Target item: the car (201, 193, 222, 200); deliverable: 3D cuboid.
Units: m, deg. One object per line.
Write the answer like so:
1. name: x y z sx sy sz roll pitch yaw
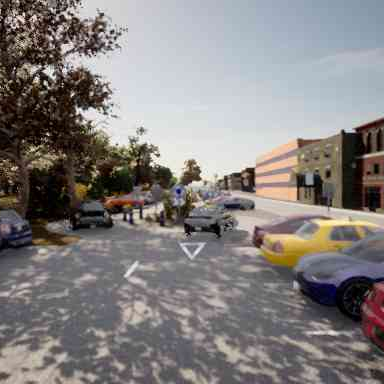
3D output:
1. car: 4.458 1.007 75.098 4.674 1.452 2.002 0 1 0

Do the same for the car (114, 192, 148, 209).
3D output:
1. car: -8.181 1.137 41.169 4.553 1.767 2.185 0 0 0

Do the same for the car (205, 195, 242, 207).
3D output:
1. car: 4.388 1.251 46.822 5.008 1.535 2.097 0 0 0

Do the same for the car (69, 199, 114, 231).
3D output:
1. car: -6.423 1.302 20.645 2.097 1.767 4.553 0 1 -23

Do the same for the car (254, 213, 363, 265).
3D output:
1. car: 4.726 1.475 9.542 5.366 1.575 1.946 0 0 0

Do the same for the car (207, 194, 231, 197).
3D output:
1. car: 4.357 1.309 38.345 4.674 1.452 2.002 0 0 0

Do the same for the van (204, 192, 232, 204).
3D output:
1. van: 4.290 1.007 55.298 4.442 1.987 1.878 0 0 0

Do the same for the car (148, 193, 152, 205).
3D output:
1. car: -8.199 1.256 43.868 5.008 1.535 2.097 0 0 0

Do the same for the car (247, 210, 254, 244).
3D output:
1. car: 4.526 1.517 12.183 4.674 1.452 2.002 -1 0 0

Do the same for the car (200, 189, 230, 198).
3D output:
1. car: 4.427 0.987 52.472 5.566 2.045 2.435 0 0 0

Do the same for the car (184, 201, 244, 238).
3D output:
1. car: 1.114 1.484 17.974 2.128 1.511 4.902 0 1 20

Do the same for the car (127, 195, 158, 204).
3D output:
1. car: -8.141 1.261 55.163 4.792 1.488 2.163 0 0 0

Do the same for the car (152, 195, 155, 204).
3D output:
1. car: -8.194 1.245 49.641 4.892 1.521 2.231 0 0 0

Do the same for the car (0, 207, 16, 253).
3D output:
1. car: -8.568 1.226 9.546 5.566 2.045 2.435 0 0 0

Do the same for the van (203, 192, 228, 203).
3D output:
1. van: 4.305 0.991 60.829 4.442 1.987 1.878 0 0 0

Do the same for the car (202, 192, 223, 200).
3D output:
1. car: 4.421 0.897 72.270 4.553 1.767 2.185 0 1 0

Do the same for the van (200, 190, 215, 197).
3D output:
1. van: 4.398 0.350 94.869 4.442 1.987 1.878 0 1 0

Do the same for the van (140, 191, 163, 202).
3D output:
1. van: -8.017 0.909 66.597 4.442 1.987 1.878 0 1 0

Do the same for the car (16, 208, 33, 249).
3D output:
1. car: -8.508 1.351 12.331 4.553 1.767 2.185 0 0 0

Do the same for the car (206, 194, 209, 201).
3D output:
1. car: 4.365 1.303 41.170 4.674 1.452 2.002 0 0 0

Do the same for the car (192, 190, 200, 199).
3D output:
1. car: 0.048 0.994 67.380 2.097 1.767 4.553 0 1 0

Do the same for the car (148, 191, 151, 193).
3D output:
1. car: -8.134 0.974 57.986 5.566 2.045 2.435 0 0 0

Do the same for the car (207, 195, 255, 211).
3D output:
1. car: 4.323 1.305 35.518 4.792 1.488 2.163 0 0 0

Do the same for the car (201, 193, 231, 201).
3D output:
1. car: 4.190 1.254 43.996 5.366 1.575 1.946 0 0 0

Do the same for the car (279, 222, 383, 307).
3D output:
1. car: 4.511 1.508 6.759 4.792 1.488 2.163 0 0 0

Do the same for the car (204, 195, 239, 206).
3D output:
1. car: 4.385 1.244 49.647 5.008 1.535 2.097 0 0 0

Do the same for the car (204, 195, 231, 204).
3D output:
1. car: 4.411 1.266 58.124 4.674 1.452 2.002 0 0 0

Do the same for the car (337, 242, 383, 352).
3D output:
1. car: 4.538 1.519 3.975 4.674 1.452 2.002 0 0 0
